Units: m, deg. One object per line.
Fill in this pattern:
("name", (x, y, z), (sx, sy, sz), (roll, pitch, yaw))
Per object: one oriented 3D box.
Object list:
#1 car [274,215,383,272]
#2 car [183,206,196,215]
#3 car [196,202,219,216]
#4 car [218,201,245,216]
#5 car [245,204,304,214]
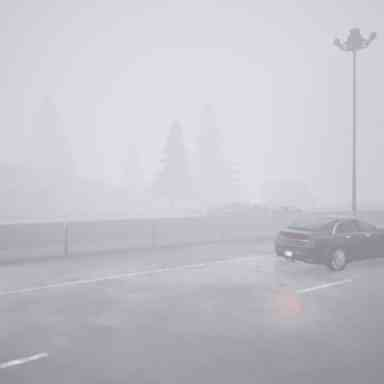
("car", (4.869, 1.536, 10.873), (4.892, 1.490, 1.837), (0, 0, -31))
("car", (1.481, 1.651, 33.296), (4.718, 1.301, 1.895), (0, 0, -28))
("car", (3.243, 1.557, 30.269), (4.902, 1.511, 2.128), (0, 0, -28))
("car", (4.855, 1.668, 27.163), (4.718, 1.301, 1.895), (0, 0, -28))
("car", (6.491, 1.677, 24.068), (4.718, 1.301, 1.895), (0, 0, -28))
